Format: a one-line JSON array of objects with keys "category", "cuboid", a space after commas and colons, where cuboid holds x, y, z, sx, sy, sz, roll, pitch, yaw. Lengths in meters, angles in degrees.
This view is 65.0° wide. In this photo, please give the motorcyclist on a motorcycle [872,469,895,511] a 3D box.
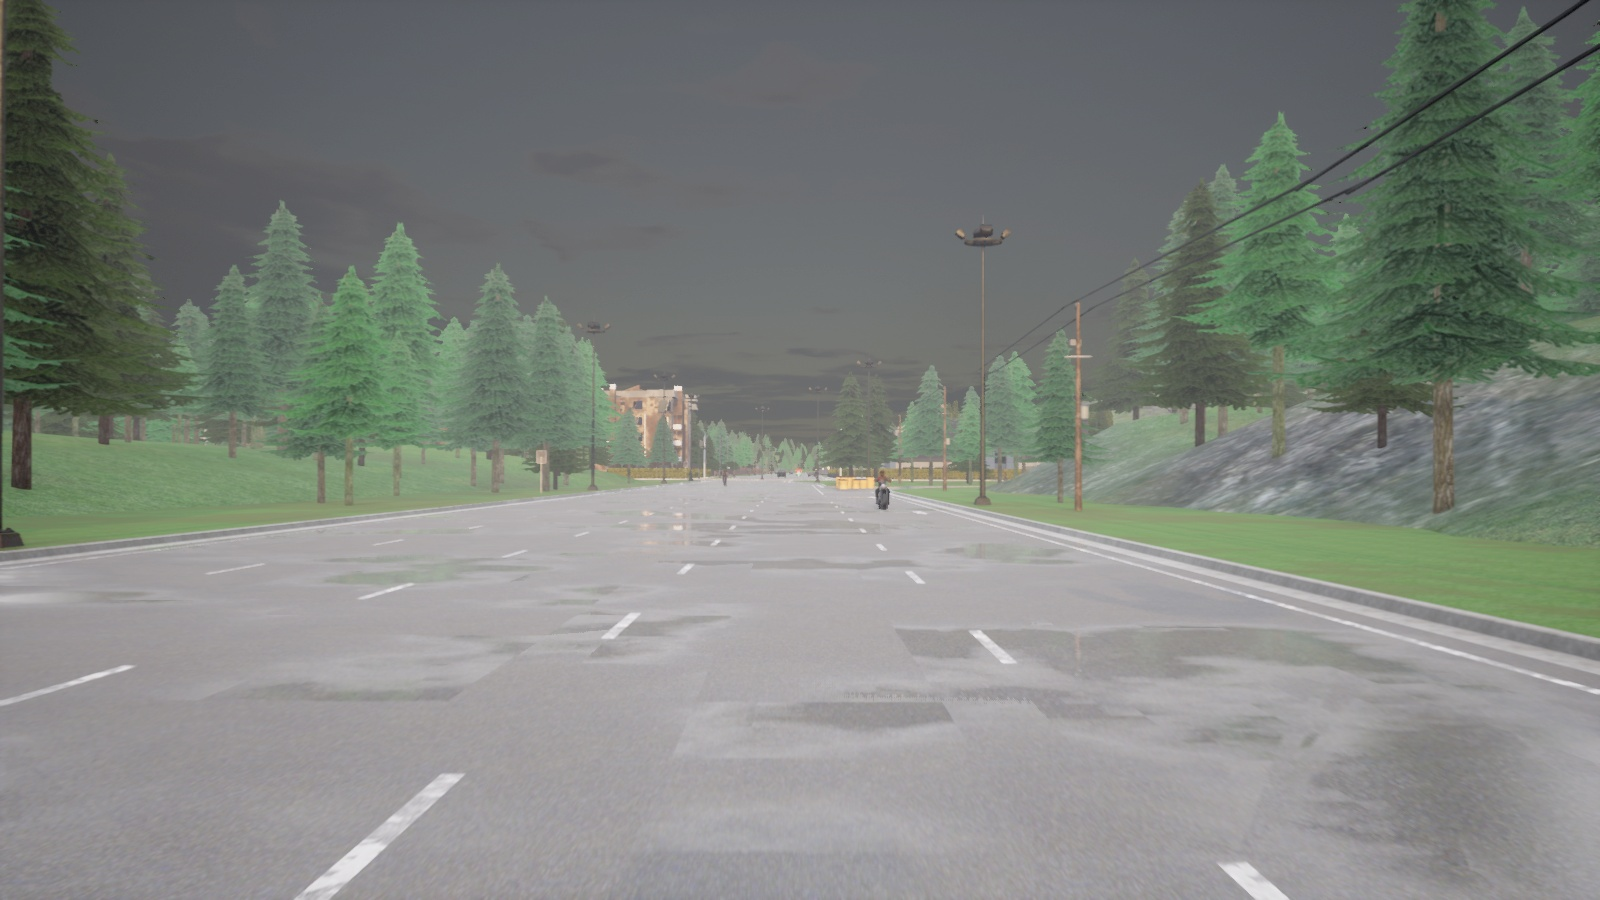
[{"category": "motorcyclist on a motorcycle", "cuboid": [3.376, 1.605, 50.966, 0.766, 1.649, 2.350, 0, -1, 0]}]
